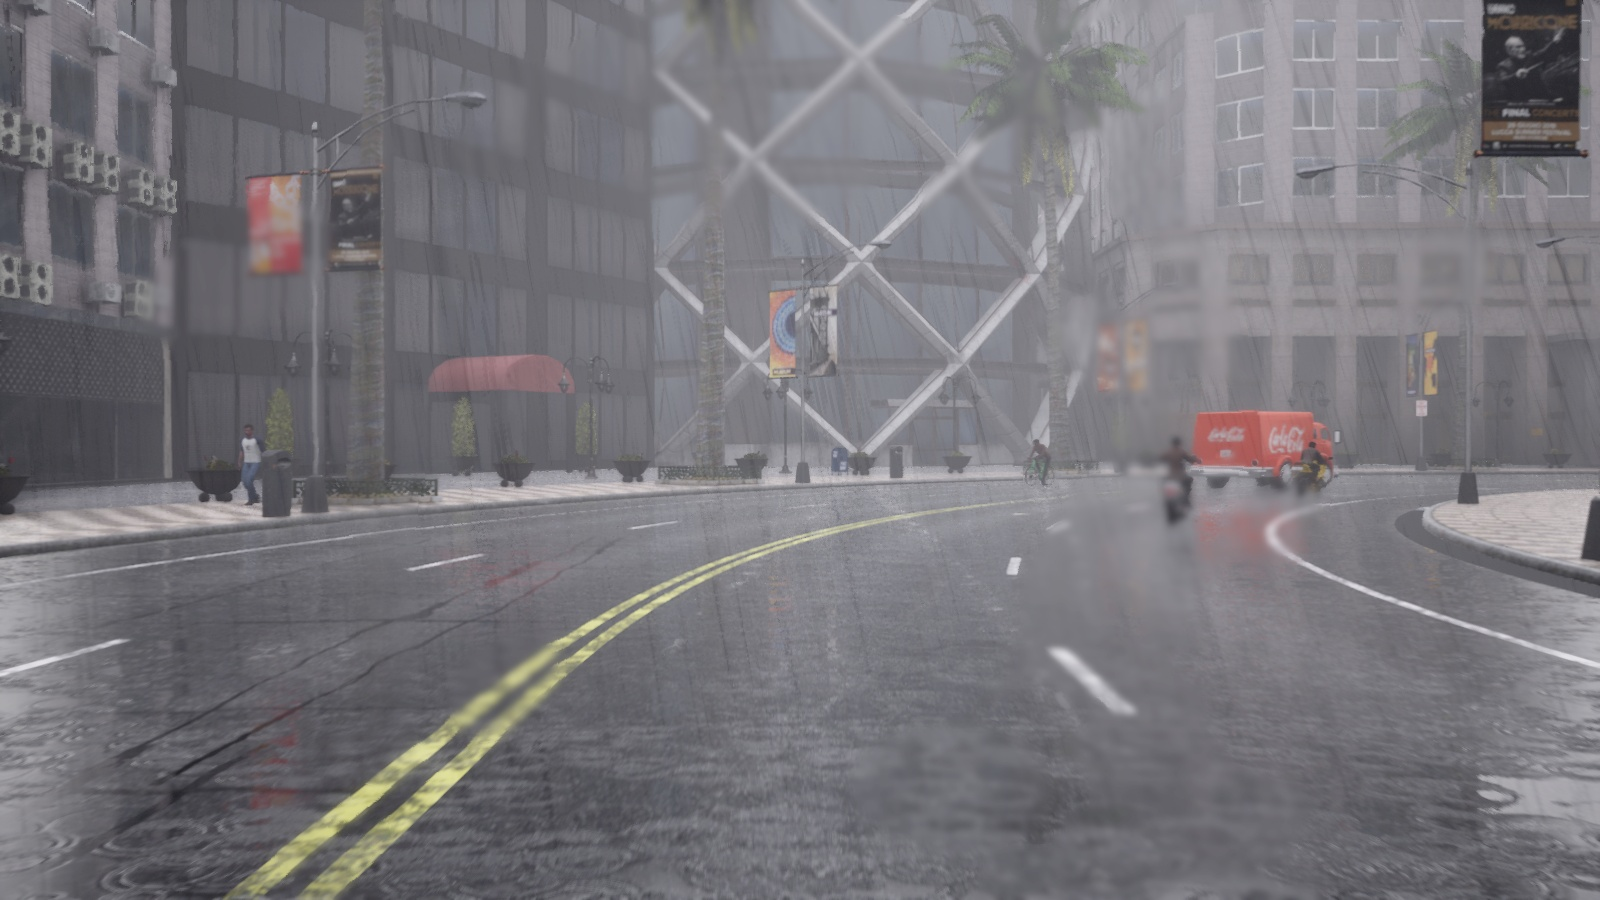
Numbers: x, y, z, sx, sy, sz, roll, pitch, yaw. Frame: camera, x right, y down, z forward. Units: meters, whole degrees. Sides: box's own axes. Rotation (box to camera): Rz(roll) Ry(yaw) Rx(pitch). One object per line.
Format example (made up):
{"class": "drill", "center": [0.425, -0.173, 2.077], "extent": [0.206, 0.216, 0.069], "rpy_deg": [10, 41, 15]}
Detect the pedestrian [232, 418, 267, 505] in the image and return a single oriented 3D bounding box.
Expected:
{"class": "pedestrian", "center": [-11.873, 0.241, 27.084], "extent": [0.354, 1.836, 0.706], "rpy_deg": [0, 0, 11]}

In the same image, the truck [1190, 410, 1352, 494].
{"class": "truck", "center": [15.003, 0.047, 39.873], "extent": [5.204, 2.467, 2.627], "rpy_deg": [0, 0, -41]}

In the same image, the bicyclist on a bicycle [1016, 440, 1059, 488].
{"class": "bicyclist on a bicycle", "center": [8.181, 0.463, 43.150], "extent": [1.656, 1.620, 0.582], "rpy_deg": [-1, 1, -43]}

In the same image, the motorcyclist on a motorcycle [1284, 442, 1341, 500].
{"class": "motorcyclist on a motorcycle", "center": [13.922, 0.548, 34.094], "extent": [0.797, 1.523, 2.044], "rpy_deg": [1, 1, 42]}

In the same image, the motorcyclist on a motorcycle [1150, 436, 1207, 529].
{"class": "motorcyclist on a motorcycle", "center": [7.128, 0.570, 23.592], "extent": [0.766, 1.649, 2.350], "rpy_deg": [0, 0, 23]}
